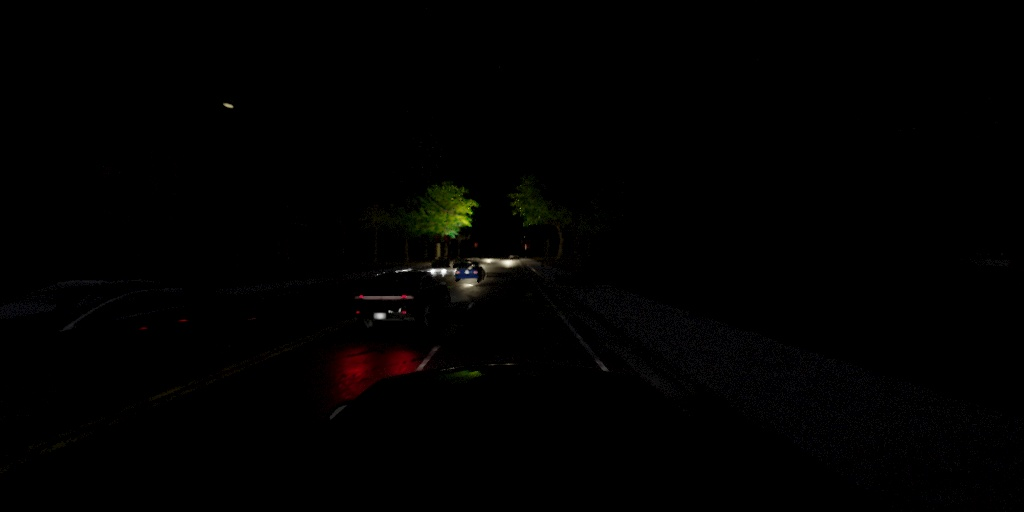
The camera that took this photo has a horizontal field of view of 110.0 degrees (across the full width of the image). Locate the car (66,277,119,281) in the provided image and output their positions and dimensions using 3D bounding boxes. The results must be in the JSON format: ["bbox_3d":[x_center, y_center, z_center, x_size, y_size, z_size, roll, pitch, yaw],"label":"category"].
[{"bbox_3d":[-9.864,1.253,8.394,1.812,1.442,4.674,0,0,0],"label":"car"}]

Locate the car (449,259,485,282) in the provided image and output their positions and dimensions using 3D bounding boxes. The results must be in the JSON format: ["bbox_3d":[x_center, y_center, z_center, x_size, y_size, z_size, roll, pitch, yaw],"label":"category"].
[{"bbox_3d":[-3.155,1.171,27.548,2.033,1.411,5.357,0,0,0],"label":"car"}]

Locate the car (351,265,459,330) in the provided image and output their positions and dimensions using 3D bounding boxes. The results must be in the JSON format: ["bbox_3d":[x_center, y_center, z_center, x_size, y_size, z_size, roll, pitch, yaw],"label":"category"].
[{"bbox_3d":[-3.153,1.208,10.985,2.128,1.511,4.902,0,0,0],"label":"car"}]

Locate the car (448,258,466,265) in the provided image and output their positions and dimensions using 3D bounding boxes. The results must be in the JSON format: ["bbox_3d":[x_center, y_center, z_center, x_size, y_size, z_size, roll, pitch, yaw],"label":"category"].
[{"bbox_3d":[-6.594,1.018,47.227,2.033,1.411,5.357,0,0,0],"label":"car"}]

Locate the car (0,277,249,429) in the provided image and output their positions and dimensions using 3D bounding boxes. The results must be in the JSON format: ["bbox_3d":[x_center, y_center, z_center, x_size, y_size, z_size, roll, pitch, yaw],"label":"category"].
[{"bbox_3d":[-6.600,1.229,5.671,2.128,1.511,4.902,0,0,0],"label":"car"}]

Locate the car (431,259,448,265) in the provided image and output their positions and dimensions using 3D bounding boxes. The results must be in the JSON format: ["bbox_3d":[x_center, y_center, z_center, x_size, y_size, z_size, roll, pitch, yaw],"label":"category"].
[{"bbox_3d":[-9.834,1.053,49.521,1.895,1.301,4.718,0,0,0],"label":"car"}]
